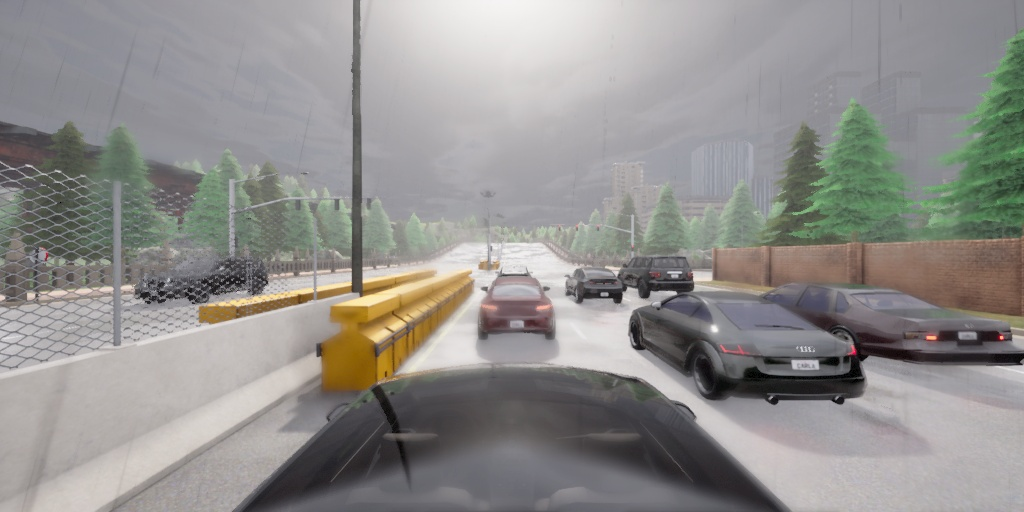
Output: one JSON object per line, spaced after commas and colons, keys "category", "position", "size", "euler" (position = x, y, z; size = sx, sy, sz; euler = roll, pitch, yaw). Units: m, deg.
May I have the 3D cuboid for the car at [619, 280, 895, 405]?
{"category": "car", "position": [3.607, 1.314, 6.434], "size": [1.994, 1.385, 4.181], "euler": [0, 0, -1]}

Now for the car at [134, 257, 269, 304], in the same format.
{"category": "car", "position": [-13.987, 1.076, 16.746], "size": [2.150, 2.045, 5.566], "euler": [0, 0, 0]}

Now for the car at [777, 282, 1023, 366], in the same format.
{"category": "car", "position": [7.106, 1.297, 8.099], "size": [2.033, 1.411, 5.357], "euler": [0, 0, 0]}

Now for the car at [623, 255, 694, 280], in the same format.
{"category": "car", "position": [7.114, 0.970, 18.341], "size": [2.150, 2.045, 5.566], "euler": [0, 0, 0]}

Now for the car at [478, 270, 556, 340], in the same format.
{"category": "car", "position": [0.109, 1.275, 9.863], "size": [1.812, 1.442, 4.674], "euler": [0, 0, 0]}

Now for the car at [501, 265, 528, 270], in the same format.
{"category": "car", "position": [0.116, 1.240, 19.109], "size": [2.128, 1.511, 4.902], "euler": [0, 0, 0]}

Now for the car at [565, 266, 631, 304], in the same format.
{"category": "car", "position": [3.613, 1.253, 16.401], "size": [1.837, 1.490, 4.892], "euler": [0, 0, 0]}
